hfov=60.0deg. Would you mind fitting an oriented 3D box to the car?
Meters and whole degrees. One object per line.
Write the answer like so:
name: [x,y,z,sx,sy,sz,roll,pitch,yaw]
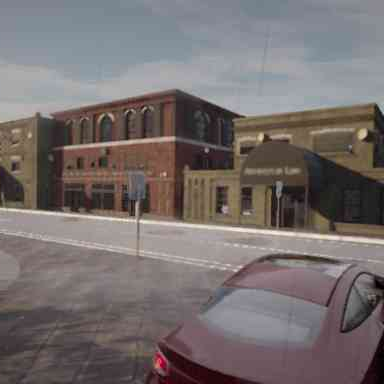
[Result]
car: [1.412,1.511,4.116,2.002,1.452,4.674,1,1,36]
